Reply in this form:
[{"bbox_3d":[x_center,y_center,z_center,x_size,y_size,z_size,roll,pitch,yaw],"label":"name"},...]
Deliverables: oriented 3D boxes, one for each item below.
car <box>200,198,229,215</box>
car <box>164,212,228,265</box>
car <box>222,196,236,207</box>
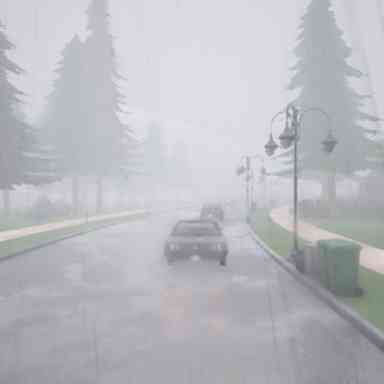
[{"bbox_3d":[1.841,1.552,27.988,1.837,1.490,4.892,0,0,10],"label":"car"},{"bbox_3d":[0.195,1.620,11.769,1.895,1.301,4.718,0,0,2],"label":"car"},{"bbox_3d":[5.506,1.437,53.376,2.097,1.767,4.553,0,0,23],"label":"car"}]
